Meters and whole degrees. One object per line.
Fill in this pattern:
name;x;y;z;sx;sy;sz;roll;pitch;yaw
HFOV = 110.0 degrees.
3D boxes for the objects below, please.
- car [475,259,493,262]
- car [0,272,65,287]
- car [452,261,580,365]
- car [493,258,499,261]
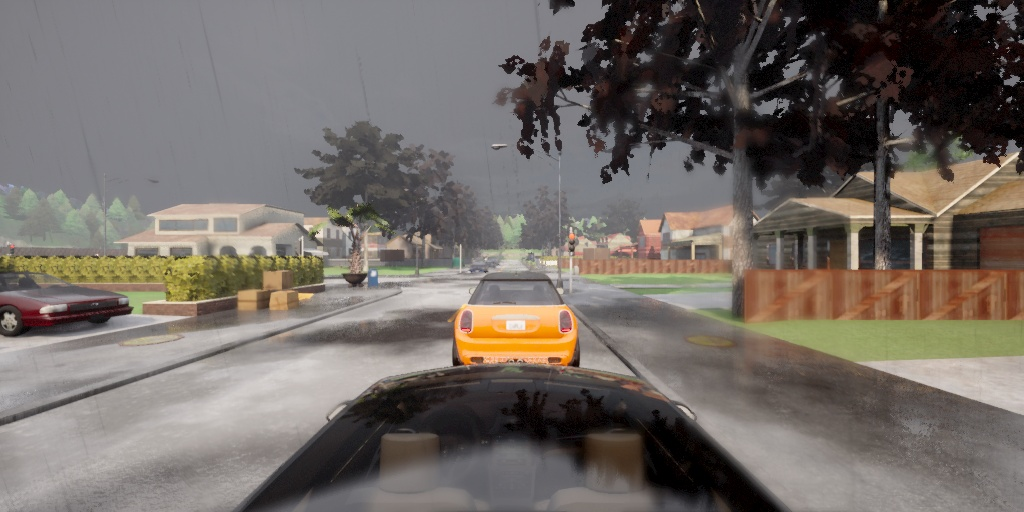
car;-3.757;1.297;41.616;2.033;1.411;5.357;0;0;1
car;-36.764;1.314;26.669;4.181;1.385;1.994;0;0;1
car;0.097;1.102;7.738;2.097;1.767;4.553;0;0;1
car;-3.618;1.312;56.801;1.994;1.385;4.181;0;0;1
